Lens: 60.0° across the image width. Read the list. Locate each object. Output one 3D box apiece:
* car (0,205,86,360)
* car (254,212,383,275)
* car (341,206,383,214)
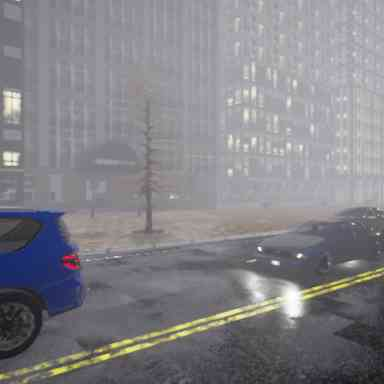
[{"bbox_3d":[-4.325,1.229,4.471,5.566,2.045,2.150,1,0,-35],"label":"car"},{"bbox_3d":[4.462,1.600,10.869,5.357,1.411,2.033,0,0,-37],"label":"car"},{"bbox_3d":[9.412,1.603,18.800,4.892,1.490,1.837,1,-1,-37],"label":"car"}]
